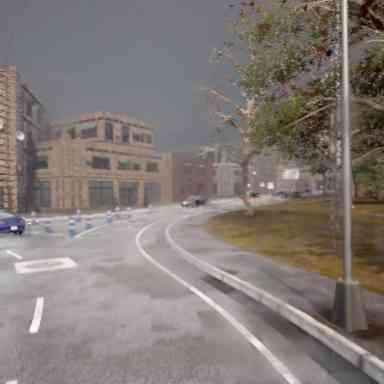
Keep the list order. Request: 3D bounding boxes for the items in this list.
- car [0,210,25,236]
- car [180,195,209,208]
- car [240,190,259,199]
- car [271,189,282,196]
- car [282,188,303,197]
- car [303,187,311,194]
[{"bbox_3d":[-10.975,1.684,18.101,4.674,1.442,1.812,-1,0,32],"label":"car"},{"bbox_3d":[0.410,1.173,42.444,2.128,1.511,4.902,-1,1,33],"label":"car"},{"bbox_3d":[9.958,0.405,57.289,1.882,1.535,5.008,-1,0,33],"label":"car"},{"bbox_3d":[18.259,0.140,70.140,1.837,1.490,4.892,-1,1,33],"label":"car"},{"bbox_3d":[20.365,0.193,67.405,1.994,1.385,4.181,-1,1,33],"label":"car"},{"bbox_3d":[25.773,-0.302,75.814,2.128,1.511,4.902,-1,1,33],"label":"car"}]
